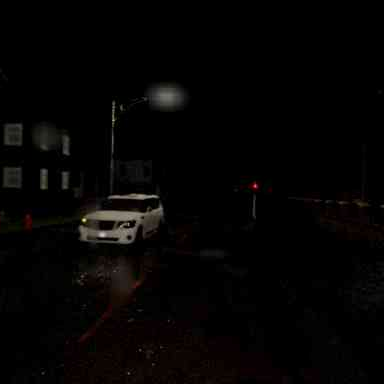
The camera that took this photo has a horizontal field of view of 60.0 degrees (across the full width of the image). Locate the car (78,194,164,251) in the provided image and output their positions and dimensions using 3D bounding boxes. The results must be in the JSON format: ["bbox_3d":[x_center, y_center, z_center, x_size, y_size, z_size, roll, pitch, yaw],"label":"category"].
[{"bbox_3d":[-2.698,1.130,14.197,2.150,2.045,5.566,1,0,8],"label":"car"}]
